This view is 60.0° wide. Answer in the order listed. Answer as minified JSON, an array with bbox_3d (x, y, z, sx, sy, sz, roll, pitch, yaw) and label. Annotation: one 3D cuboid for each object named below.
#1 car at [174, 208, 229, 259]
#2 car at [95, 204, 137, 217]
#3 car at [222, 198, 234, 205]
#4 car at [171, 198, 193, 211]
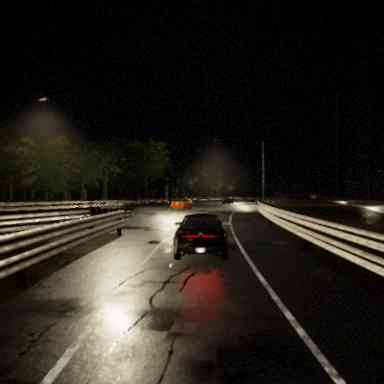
[{"bbox_3d":[0.377,1.582,12.887,1.837,1.490,4.892,0,0,3],"label":"car"},{"bbox_3d":[-6.992,1.751,30.880,1.895,1.301,4.718,0,-1,19],"label":"car"},{"bbox_3d":[8.275,2.153,76.030,1.837,1.490,4.892,0,-1,19],"label":"car"},{"bbox_3d":[-1.365,1.678,47.566,2.097,1.767,4.553,0,-1,19],"label":"car"}]
